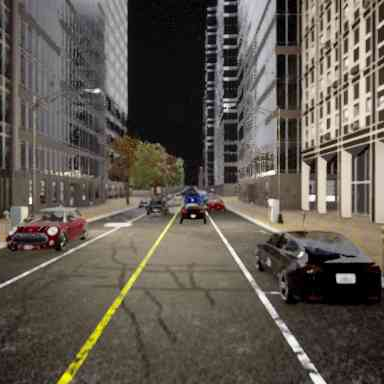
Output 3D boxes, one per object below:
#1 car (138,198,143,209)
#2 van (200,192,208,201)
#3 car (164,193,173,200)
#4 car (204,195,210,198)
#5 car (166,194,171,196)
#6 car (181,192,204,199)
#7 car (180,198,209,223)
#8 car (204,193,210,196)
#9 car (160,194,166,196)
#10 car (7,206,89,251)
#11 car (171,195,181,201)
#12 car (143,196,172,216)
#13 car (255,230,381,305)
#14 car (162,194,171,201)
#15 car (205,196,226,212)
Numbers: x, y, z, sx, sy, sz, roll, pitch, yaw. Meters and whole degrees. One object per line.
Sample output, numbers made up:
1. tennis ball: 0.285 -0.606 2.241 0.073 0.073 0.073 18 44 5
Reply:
1. car: -5.716 1.404 42.070 2.008 1.369 4.403 0 0 0
2. van: 2.730 0.987 76.275 1.690 1.788 3.998 0 0 0
3. car: -5.866 1.113 83.504 1.752 1.417 4.829 0 0 0
4. car: 2.665 1.435 42.074 1.802 1.307 4.206 0 0 0
5. car: -5.727 1.301 64.874 1.947 1.339 4.313 0 0 0
6. car: 0.075 1.072 41.239 2.150 2.045 5.566 0 0 0
7. car: 0.084 1.441 24.383 1.812 1.442 4.674 0 0 0
8. car: 2.659 1.355 53.475 2.008 1.369 4.403 0 0 0
9. car: -5.722 1.349 53.470 1.887 1.381 4.507 0 0 0
10. car: -5.699 1.393 13.580 1.967 1.590 4.097 0 0 0
11. car: -3.043 1.271 72.180 1.895 1.301 4.718 0 0 0
12. car: -3.115 1.397 31.040 1.837 1.490 4.892 0 0 0
13. car: 2.685 1.539 7.887 1.947 1.339 4.313 0 0 0
14. car: -5.814 1.212 76.270 1.947 1.339 4.313 0 0 0
15. car: 2.668 1.418 36.376 1.887 1.381 4.507 0 0 0
